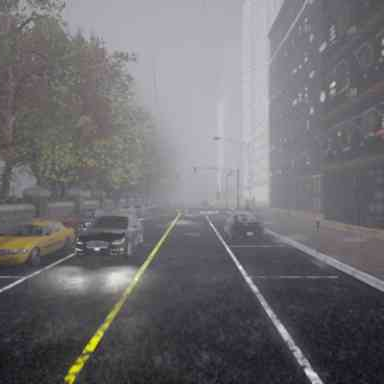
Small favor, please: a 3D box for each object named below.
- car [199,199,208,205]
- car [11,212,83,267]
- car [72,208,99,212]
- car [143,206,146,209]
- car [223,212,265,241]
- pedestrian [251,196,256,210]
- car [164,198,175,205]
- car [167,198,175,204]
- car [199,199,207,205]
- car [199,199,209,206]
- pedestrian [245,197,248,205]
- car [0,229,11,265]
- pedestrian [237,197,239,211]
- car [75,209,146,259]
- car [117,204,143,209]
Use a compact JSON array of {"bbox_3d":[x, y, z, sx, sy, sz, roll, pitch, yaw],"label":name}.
[{"bbox_3d":[2.704,2.348,77.782,1.947,1.339,4.313,0,-1,0],"label":"car"},{"bbox_3d":[-5.686,1.640,11.911,1.752,1.417,4.829,0,-1,0],"label":"car"},{"bbox_3d":[-5.685,1.610,17.621,1.967,1.590,4.097,0,-1,0],"label":"car"},{"bbox_3d":[-5.812,1.877,34.235,1.887,1.381,4.507,0,-1,0],"label":"car"},{"bbox_3d":[2.694,1.721,17.621,2.008,1.369,4.403,0,-1,0],"label":"car"},{"bbox_3d":[8.142,1.459,44.113,0.375,1.860,0.375,0,-1,0],"label":"pedestrian"},{"bbox_3d":[-5.676,2.364,77.783,1.802,1.307,4.206,0,-1,0],"label":"car"},{"bbox_3d":[-5.673,2.344,89.049,1.967,1.590,4.097,0,-1,0],"label":"car"},{"bbox_3d":[2.706,2.408,83.414,1.947,1.339,4.313,0,-1,0],"label":"car"},{"bbox_3d":[2.703,2.288,72.150,1.947,1.339,4.313,0,-1,0],"label":"car"},{"bbox_3d":[7.142,1.529,43.512,0.375,1.860,0.375,0,-1,0],"label":"pedestrian"},{"bbox_3d":[-5.687,1.645,6.543,1.802,1.307,4.206,0,-1,0],"label":"car"},{"bbox_3d":[6.142,1.570,44.712,0.375,1.860,0.375,0,-1,0],"label":"pedestrian"},{"bbox_3d":[-3.099,1.633,13.277,1.837,1.490,4.892,0,-1,0],"label":"car"},{"bbox_3d":[-5.761,1.828,28.695,2.008,1.369,4.403,0,-1,0],"label":"car"}]
